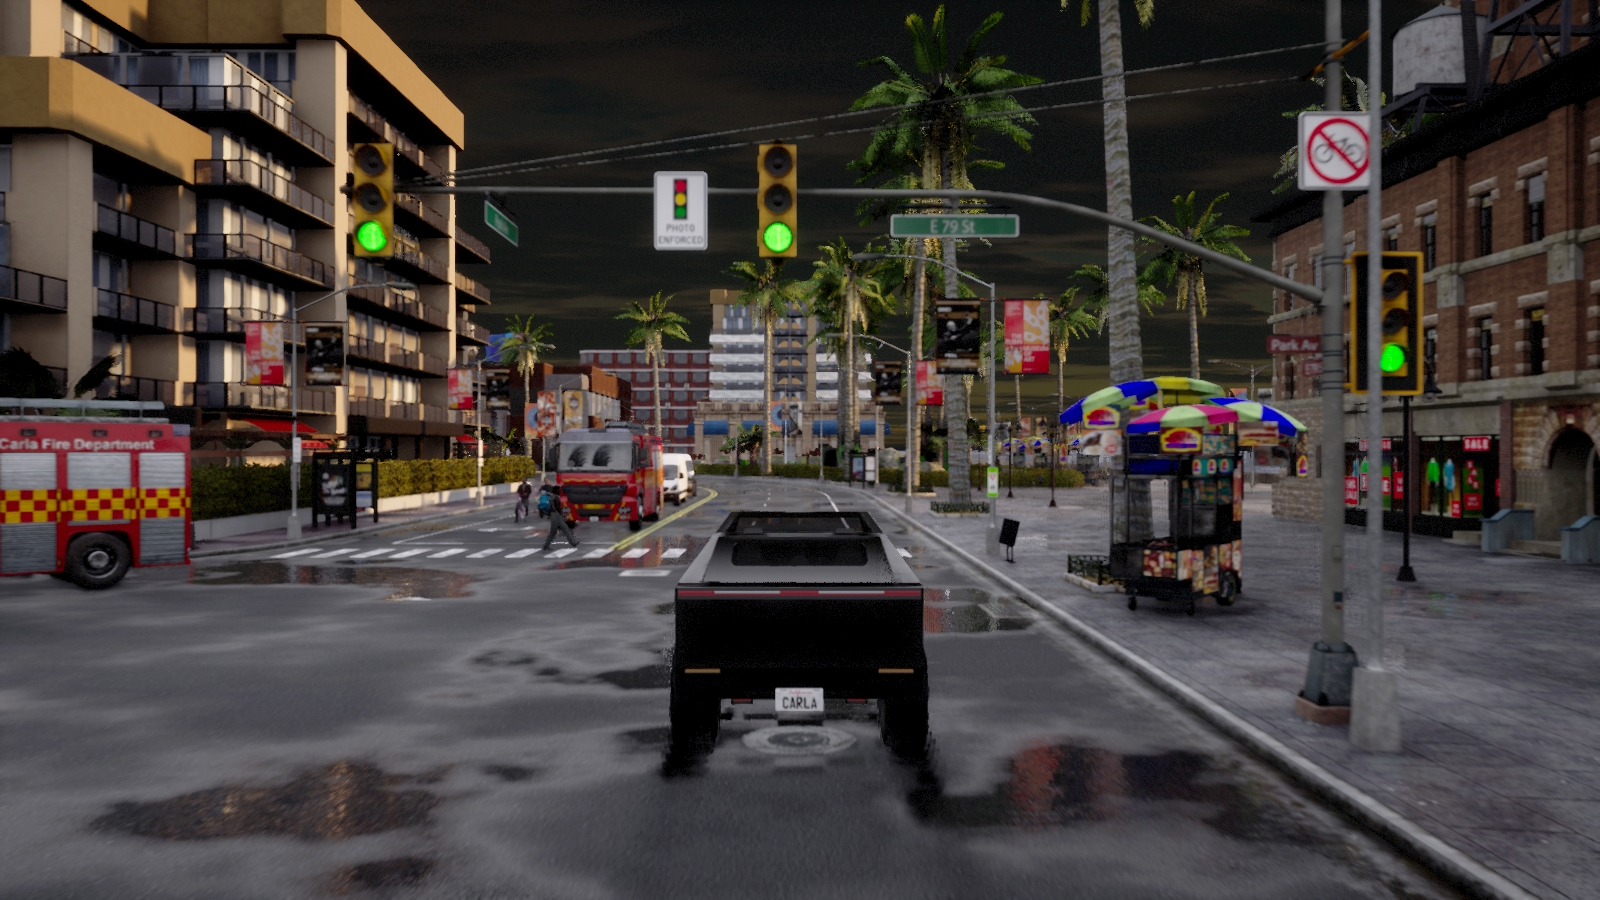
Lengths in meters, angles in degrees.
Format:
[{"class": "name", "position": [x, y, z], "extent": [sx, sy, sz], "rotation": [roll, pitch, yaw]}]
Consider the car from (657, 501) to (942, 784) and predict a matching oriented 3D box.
[{"class": "car", "position": [-0.007, 1.755, 12.737], "extent": [2.390, 2.098, 6.274], "rotation": [0, 0, 0]}]

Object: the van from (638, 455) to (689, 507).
[{"class": "van", "position": [-7.075, 1.540, 59.789], "extent": [1.988, 2.561, 5.915], "rotation": [0, 0, -1]}]

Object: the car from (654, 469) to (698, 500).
[{"class": "car", "position": [-7.206, 1.998, 66.826], "extent": [2.152, 1.651, 5.027], "rotation": [0, 0, -2]}]

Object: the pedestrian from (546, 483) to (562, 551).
[{"class": "pedestrian", "position": [-6.819, 1.852, 31.664], "extent": [0.375, 1.860, 0.375], "rotation": [0, 0, -5]}]

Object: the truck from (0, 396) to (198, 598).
[{"class": "truck", "position": [-16.713, 0.893, 22.137], "extent": [8.468, 3.827, 2.891], "rotation": [0, 0, -44]}]

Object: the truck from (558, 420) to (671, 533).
[{"class": "truck", "position": [-6.774, 0.894, 42.962], "extent": [2.891, 3.827, 8.468], "rotation": [0, 0, 0]}]

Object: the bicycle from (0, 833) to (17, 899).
[{"class": "bicycle", "position": [-3.487, 2.210, 3.928], "extent": [0.329, 1.171, 1.835], "rotation": [0, 0, 0]}]
